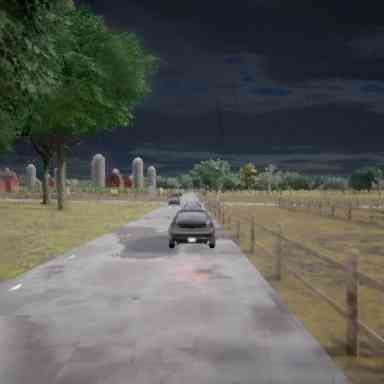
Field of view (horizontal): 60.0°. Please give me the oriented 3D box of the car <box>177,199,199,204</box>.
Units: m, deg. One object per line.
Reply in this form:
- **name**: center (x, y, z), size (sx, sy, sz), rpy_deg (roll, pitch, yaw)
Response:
- **car**: center (0.000, 1.546, 29.654), size (1.994, 1.385, 4.181), rpy_deg (0, 0, 0)

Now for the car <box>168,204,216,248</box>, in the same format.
- **car**: center (0.000, 1.508, 14.652), size (1.837, 1.490, 4.892), rpy_deg (0, 0, 0)

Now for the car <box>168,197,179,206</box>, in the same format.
- **car**: center (-2.750, 1.522, 53.657), size (2.033, 1.411, 5.357), rpy_deg (0, 0, 0)
